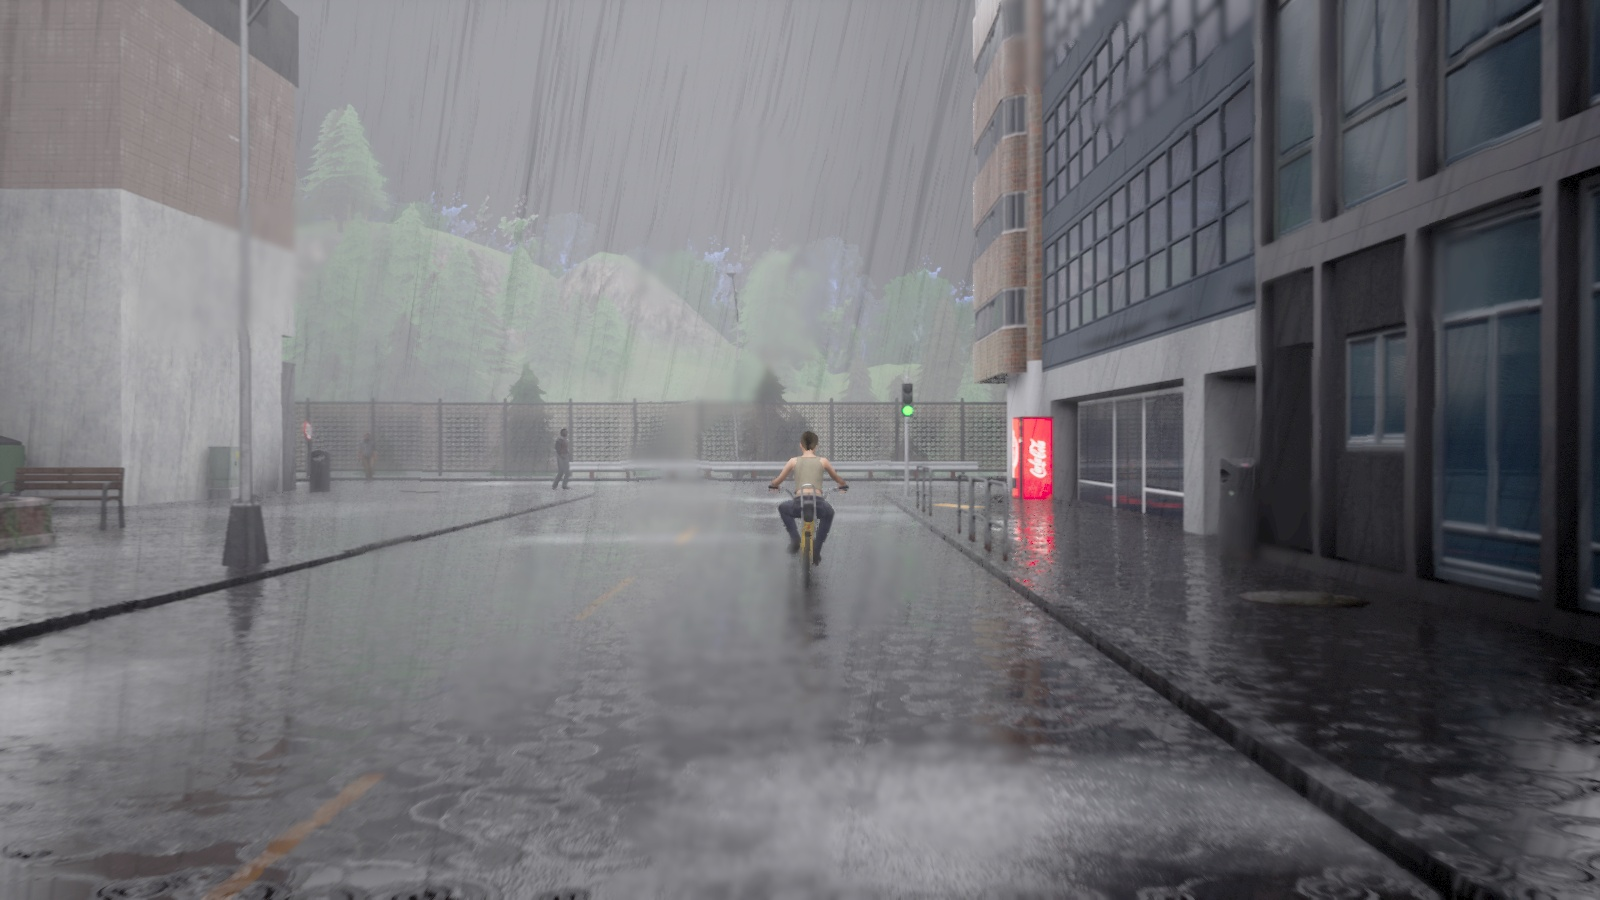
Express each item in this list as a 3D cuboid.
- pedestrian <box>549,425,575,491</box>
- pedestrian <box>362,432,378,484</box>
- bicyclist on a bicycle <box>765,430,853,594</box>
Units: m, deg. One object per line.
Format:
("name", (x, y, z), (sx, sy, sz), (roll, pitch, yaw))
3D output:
("pedestrian", (-7.013, 0.239, 37.055), (0.666, 1.930, 0.402), (0, 0, 33))
("pedestrian", (-15.519, 0.281, 45.291), (0.540, 1.848, 0.694), (0, 0, -18))
("bicyclist on a bicycle", (0.090, 0.609, 13.111), (0.866, 1.612, 1.509), (0, 0, 0))
